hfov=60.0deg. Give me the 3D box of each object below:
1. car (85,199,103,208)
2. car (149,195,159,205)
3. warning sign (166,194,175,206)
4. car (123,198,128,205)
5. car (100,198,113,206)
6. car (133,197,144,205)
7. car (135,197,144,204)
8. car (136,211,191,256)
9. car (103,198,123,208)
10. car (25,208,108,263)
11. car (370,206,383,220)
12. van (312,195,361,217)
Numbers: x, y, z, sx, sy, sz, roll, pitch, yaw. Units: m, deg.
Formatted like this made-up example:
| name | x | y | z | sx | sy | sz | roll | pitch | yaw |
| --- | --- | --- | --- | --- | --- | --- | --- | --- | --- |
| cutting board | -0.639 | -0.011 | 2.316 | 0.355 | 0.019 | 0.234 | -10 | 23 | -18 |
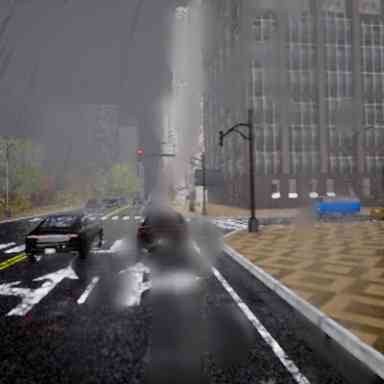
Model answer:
| name | x | y | z | sx | sy | sz | roll | pitch | yaw |
| --- | --- | --- | --- | --- | --- | --- | --- | --- | --- |
| car | -16.084 | 1.948 | 54.143 | 1.837 | 1.490 | 4.892 | -1 | 0 | -6 |
| car | -7.834 | 1.946 | 68.046 | 2.033 | 1.411 | 5.357 | -1 | 0 | -7 |
| warning sign | -3.653 | 1.373 | 56.559 | 1.300 | 1.860 | 1.060 | -2 | -2 | -7 |
| car | -14.589 | 1.979 | 69.842 | 1.882 | 1.535 | 5.008 | -1 | 0 | -7 |
| car | -17.784 | 2.051 | 69.190 | 1.837 | 1.490 | 4.892 | -1 | 0 | -7 |
| car | -11.107 | 1.978 | 68.051 | 1.812 | 1.442 | 4.674 | -1 | 0 | -7 |
| car | -12.273 | 1.952 | 78.020 | 1.812 | 1.442 | 4.674 | -1 | 0 | -7 |
| car | -1.077 | 1.517 | 13.479 | 1.882 | 1.535 | 5.008 | -1 | 0 | -2 |
| car | -12.877 | 1.899 | 54.657 | 1.837 | 1.490 | 4.892 | -1 | 0 | -6 |
| car | -4.556 | 1.583 | 12.461 | 2.128 | 1.511 | 4.902 | -1 | 0 | -6 |
| car | 14.038 | 1.129 | 21.407 | 4.829 | 1.417 | 1.752 | -1 | -1 | -7 |
| van | 12.728 | 1.208 | 29.330 | 3.998 | 1.788 | 1.690 | -1 | -1 | -7 |
